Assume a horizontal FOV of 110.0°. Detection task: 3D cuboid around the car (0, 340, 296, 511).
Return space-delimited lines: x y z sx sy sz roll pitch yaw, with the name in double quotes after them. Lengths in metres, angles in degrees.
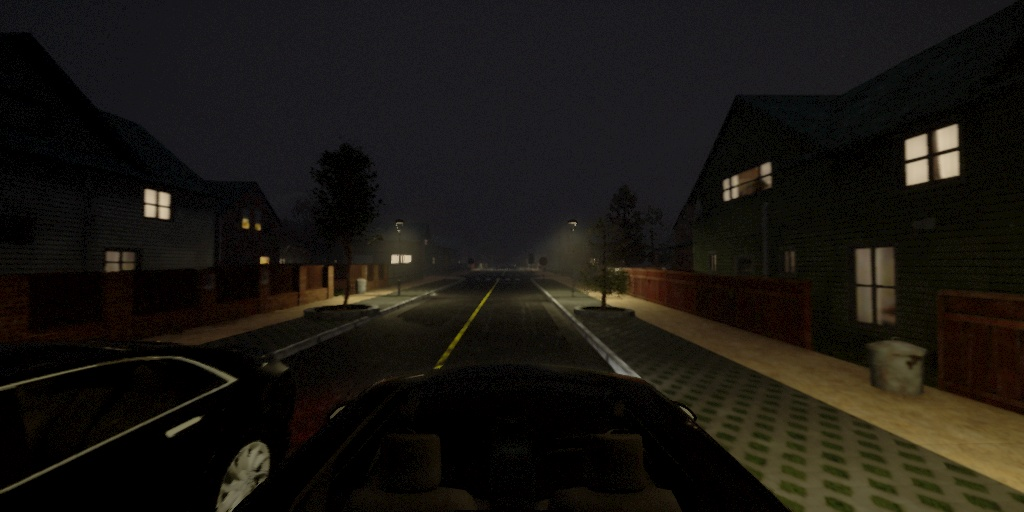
-2.851 1.250 1.249 1.837 1.490 4.892 0 -1 0 "car"
